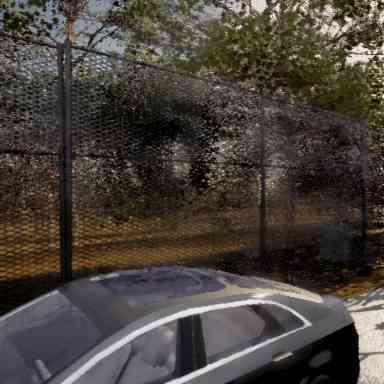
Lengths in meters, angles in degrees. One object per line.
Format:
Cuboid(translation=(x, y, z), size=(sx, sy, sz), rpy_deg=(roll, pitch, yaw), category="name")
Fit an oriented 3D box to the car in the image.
Cuboid(translation=(-0.592, 1.491, 2.646), size=(4.902, 1.511, 2.128), rpy_deg=(0, 0, -35), category="car")
